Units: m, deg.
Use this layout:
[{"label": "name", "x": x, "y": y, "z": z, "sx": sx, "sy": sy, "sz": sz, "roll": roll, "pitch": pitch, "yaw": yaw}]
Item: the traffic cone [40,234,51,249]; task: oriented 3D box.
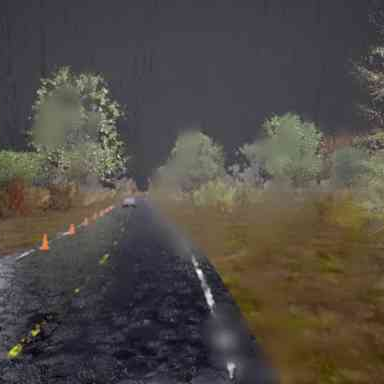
[{"label": "traffic cone", "x": -5.914, "y": 1.976, "z": 13.396, "sx": 0.340, "sy": 0.580, "sz": 0.340, "roll": 0, "pitch": 0, "yaw": -7}]

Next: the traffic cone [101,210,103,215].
[{"label": "traffic cone", "x": -8.957, "y": 1.996, "z": 33.045, "sx": 0.340, "sy": 0.580, "sz": 0.340, "roll": 0, "pitch": 0, "yaw": -9}]

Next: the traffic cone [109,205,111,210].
[{"label": "traffic cone", "x": -9.749, "y": 2.002, "z": 37.982, "sx": 0.340, "sy": 0.580, "sz": 0.340, "roll": 0, "pitch": 0, "yaw": -9}]

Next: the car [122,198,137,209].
[{"label": "car", "x": -8.599, "y": 1.523, "z": 45.833, "sx": 1.882, "sy": 1.535, "sz": 5.008, "roll": 0, "pitch": 0, "yaw": -9}]

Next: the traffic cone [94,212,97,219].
[{"label": "traffic cone", "x": -8.163, "y": 1.991, "z": 28.108, "sx": 0.340, "sy": 0.580, "sz": 0.340, "roll": 0, "pitch": 0, "yaw": -9}]

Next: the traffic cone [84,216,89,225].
[{"label": "traffic cone", "x": -7.371, "y": 1.986, "z": 23.172, "sx": 0.340, "sy": 0.580, "sz": 0.340, "roll": 0, "pitch": 0, "yaw": -9}]
